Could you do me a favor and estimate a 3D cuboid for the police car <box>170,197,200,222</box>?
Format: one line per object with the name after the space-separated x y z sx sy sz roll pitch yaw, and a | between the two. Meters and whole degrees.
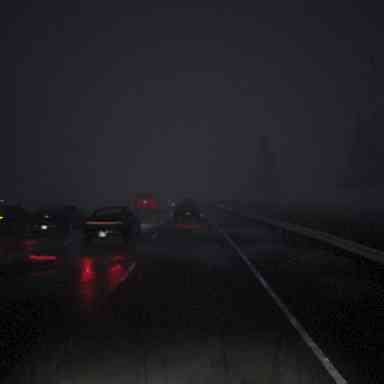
-0.487 1.291 25.515 1.930 1.638 5.238 0 0 -4 | police car

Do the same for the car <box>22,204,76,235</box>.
-7.095 1.408 18.221 1.837 1.490 4.892 0 0 -2 | car

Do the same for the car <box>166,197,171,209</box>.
-2.150 1.307 41.302 1.812 1.442 4.674 0 1 -8 | car

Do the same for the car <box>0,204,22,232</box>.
-10.640 1.424 19.174 1.812 1.442 4.674 0 0 -2 | car

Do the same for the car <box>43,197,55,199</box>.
-30.335 0.853 70.385 2.150 2.045 5.566 0 0 -18 | car

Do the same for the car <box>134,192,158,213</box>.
-4.766 1.040 34.341 2.150 2.045 5.566 0 0 -6 | car

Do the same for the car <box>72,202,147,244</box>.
-3.511 1.410 15.248 2.128 1.511 4.902 0 0 -1 | car
